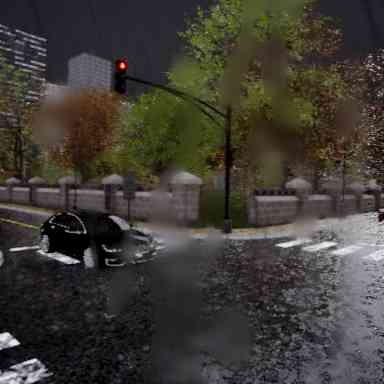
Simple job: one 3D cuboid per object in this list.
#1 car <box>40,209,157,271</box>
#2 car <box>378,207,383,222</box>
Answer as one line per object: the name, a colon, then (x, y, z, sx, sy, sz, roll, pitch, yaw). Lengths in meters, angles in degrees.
car: (-3.094, 1.348, 10.381, 4.892, 1.490, 1.837, 2, 1, 45)
car: (14.844, 1.446, 23.998, 1.887, 1.381, 4.507, 2, 1, 43)
